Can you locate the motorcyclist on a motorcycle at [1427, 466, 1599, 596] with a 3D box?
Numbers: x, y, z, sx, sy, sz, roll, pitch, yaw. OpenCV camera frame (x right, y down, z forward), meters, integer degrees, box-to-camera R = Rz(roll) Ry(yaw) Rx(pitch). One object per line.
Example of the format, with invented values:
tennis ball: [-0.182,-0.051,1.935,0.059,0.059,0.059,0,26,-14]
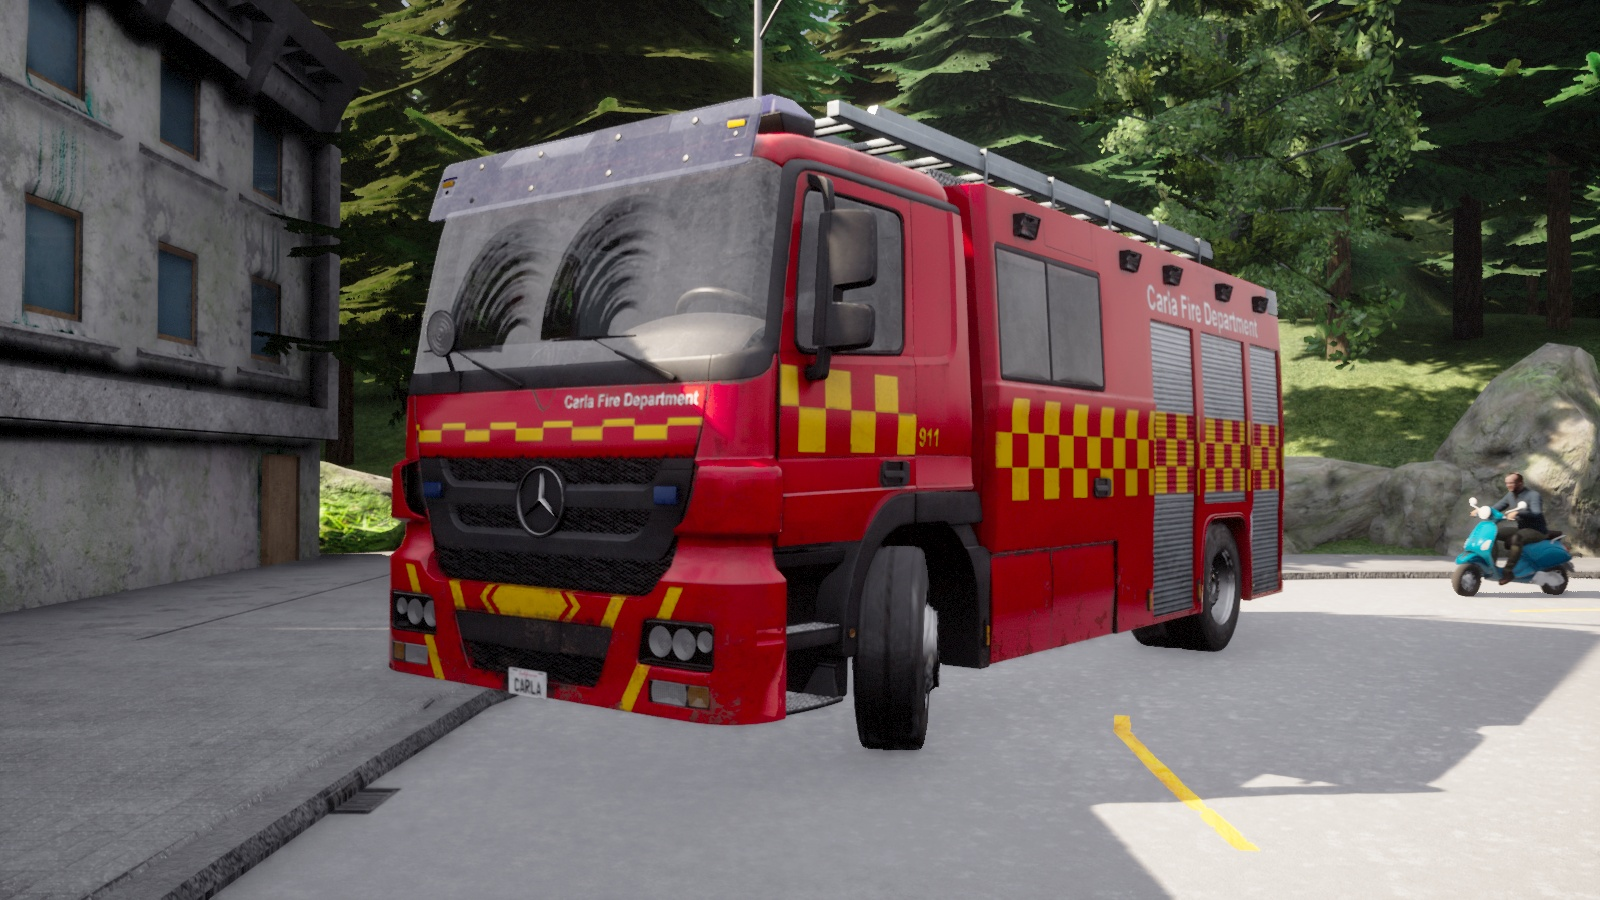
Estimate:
motorcyclist on a motorcycle: [9.104,1.003,16.052,1.817,1.590,0.866,0,-1,-13]

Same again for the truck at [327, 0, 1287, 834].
truck: [1.000,-0.190,9.727,2.891,3.827,8.468,-1,-1,37]
